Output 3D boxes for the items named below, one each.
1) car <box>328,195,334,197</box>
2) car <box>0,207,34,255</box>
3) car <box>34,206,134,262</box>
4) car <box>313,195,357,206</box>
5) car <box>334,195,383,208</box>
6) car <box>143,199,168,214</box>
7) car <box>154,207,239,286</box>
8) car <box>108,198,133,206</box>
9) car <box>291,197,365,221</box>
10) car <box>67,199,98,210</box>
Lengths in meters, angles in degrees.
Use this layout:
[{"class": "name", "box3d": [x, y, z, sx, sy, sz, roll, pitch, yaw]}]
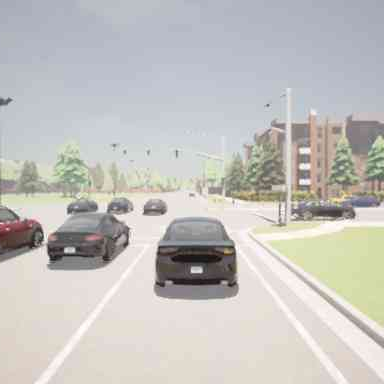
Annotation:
[{"class": "car", "box3d": [19.694, 1.135, 42.948, 5.008, 1.535, 1.882, 0, 0, 0]}, {"class": "car", "box3d": [-6.902, 1.262, 11.261, 2.097, 1.767, 4.553, 0, 0, 0]}, {"class": "car", "box3d": [-3.400, 1.433, 11.552, 1.812, 1.442, 4.674, 0, 0, 0]}, {"class": "car", "box3d": [19.920, 1.177, 46.444, 5.357, 1.411, 2.033, 0, 0, 0]}, {"class": "car", "box3d": [19.866, 1.211, 39.444, 4.674, 1.442, 1.812, 0, 0, 0]}, {"class": "car", "box3d": [-3.404, 1.314, 31.398, 1.994, 1.385, 4.181, 0, 0, 0]}, {"class": "car", "box3d": [0.100, 1.403, 9.224, 1.882, 1.535, 5.008, 0, 1, 0]}, {"class": "car", "box3d": [-6.904, 1.269, 32.245, 1.812, 1.442, 4.674, 0, 0, 0]}, {"class": "car", "box3d": [9.493, 1.297, 24.360, 4.902, 1.511, 2.128, 0, 0, -3]}, {"class": "car", "box3d": [-10.405, 1.310, 31.900, 1.994, 1.385, 4.181, 0, 0, 0]}]
